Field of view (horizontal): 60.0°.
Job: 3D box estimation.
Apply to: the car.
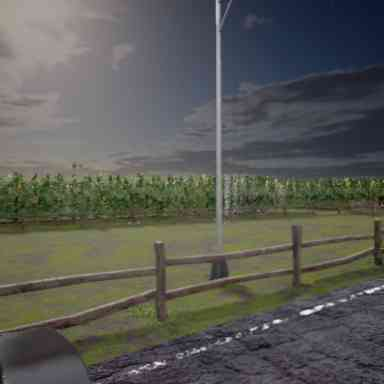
[{"bbox_3d":[-2.817,1.491,1.027,5.008,1.535,1.882,0,0,-35],"label":"car"}]
